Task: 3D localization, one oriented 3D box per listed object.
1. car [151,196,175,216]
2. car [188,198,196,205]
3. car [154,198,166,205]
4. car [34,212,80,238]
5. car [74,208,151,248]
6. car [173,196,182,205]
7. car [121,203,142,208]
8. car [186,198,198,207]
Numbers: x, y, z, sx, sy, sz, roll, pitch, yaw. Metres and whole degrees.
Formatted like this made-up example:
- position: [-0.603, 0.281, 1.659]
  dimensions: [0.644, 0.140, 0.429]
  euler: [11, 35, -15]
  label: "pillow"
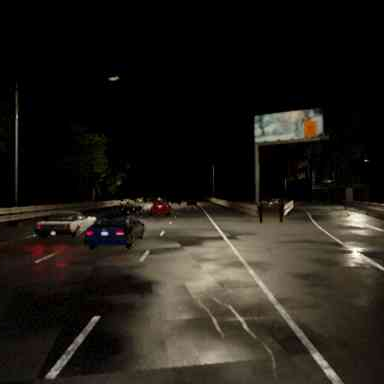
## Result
- position: [-3.407, 1.677, 37.394]
  dimensions: [2.097, 1.767, 4.553]
  euler: [0, 0, 0]
  label: "car"
- position: [-0.017, 2.107, 72.489]
  dimensions: [1.812, 1.442, 4.674]
  euler: [0, 0, 0]
  label: "car"
- position: [-7.016, 2.111, 72.765]
  dimensions: [2.128, 1.511, 4.902]
  euler: [0, 0, 0]
  label: "car"
- position: [-6.905, 1.779, 18.759]
  dimensions: [1.895, 1.301, 4.718]
  euler: [0, 0, 0]
  label: "car"
- position: [-3.405, 1.697, 15.462]
  dimensions: [2.033, 1.411, 5.357]
  euler: [0, -1, 0]
  label: "car"
- position: [-3.517, 1.811, 72.799]
  dimensions: [2.150, 2.045, 5.566]
  euler: [0, 0, 0]
  label: "car"
- position: [-6.916, 1.932, 38.237]
  dimensions: [1.895, 1.301, 4.718]
  euler: [0, 0, 0]
  label: "car"
- position: [0.018, 2.043, 64.066]
  dimensions: [1.812, 1.442, 4.674]
  euler: [0, 0, 1]
  label: "car"
